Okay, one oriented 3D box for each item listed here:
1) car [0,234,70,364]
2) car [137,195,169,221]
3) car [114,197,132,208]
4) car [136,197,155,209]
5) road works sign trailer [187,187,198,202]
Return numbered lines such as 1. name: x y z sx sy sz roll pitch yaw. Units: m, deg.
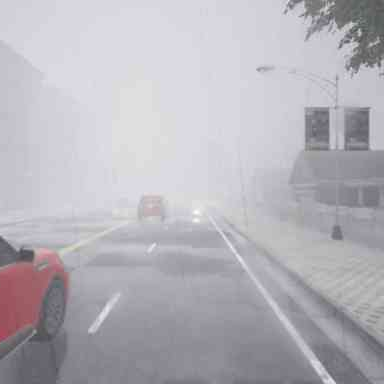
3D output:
1. car: -3.151 1.226 3.329 2.150 2.045 5.566 0 0 0
2. car: -3.165 1.254 27.577 2.150 2.045 5.566 0 0 0
3. car: -9.827 1.564 47.730 1.837 1.490 4.892 0 -1 0
4. car: -6.580 1.534 47.459 1.882 1.535 5.008 0 0 0
5. road works sign trailer: -0.009 0.559 82.022 2.380 3.560 2.880 0 0 0
